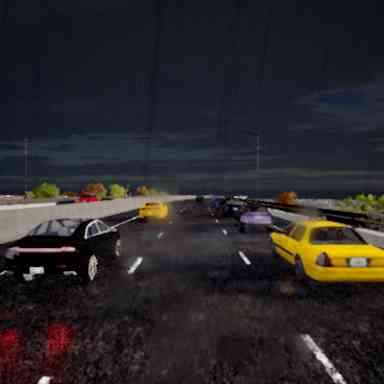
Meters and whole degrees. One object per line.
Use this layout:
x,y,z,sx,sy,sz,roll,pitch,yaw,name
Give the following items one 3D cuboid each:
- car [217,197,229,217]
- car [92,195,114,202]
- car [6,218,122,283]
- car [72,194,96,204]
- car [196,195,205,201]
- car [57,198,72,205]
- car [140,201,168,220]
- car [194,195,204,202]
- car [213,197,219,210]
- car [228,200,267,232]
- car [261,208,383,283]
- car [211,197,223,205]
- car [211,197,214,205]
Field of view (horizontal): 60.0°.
3.789,1.545,31.274,2.163,1.488,4.792,0,0,1,car
-13.280,1.578,51.522,1.882,1.535,5.008,0,0,2,car
-3.363,1.491,9.660,2.128,1.511,4.902,0,0,0,car
-16.721,1.324,53.251,2.150,2.045,5.566,0,0,2,car
2.372,1.635,90.759,2.128,1.511,4.902,0,0,3,car
-20.190,1.707,54.090,1.895,1.301,4.718,0,0,2,car
-3.159,1.507,28.006,1.882,1.535,5.008,0,0,1,car
1.573,1.613,73.892,1.994,1.385,4.181,0,0,3,car
4.024,1.580,42.164,1.837,1.490,4.892,0,0,1,car
3.623,1.445,20.323,2.033,1.649,4.856,0,0,1,car
3.527,1.458,9.590,1.801,1.575,5.366,0,0,0,car
4.704,1.664,64.029,2.163,1.488,4.792,0,0,2,car
4.329,1.592,53.083,1.882,1.535,5.008,0,0,2,car
